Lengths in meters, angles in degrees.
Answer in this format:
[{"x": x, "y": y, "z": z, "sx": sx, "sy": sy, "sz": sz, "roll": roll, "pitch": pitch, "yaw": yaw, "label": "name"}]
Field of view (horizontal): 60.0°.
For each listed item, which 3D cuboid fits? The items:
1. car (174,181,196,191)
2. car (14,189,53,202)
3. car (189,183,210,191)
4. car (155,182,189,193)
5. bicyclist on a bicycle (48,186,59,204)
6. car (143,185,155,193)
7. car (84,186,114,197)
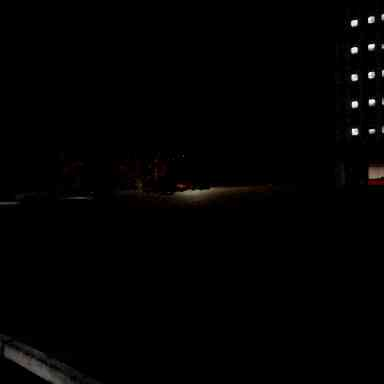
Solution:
[{"x": -1.260, "y": -1.137, "z": 63.717, "sx": 2.097, "sy": 1.767, "sz": 4.553, "roll": 0, "pitch": 2, "yaw": 29, "label": "car"}, {"x": -19.060, "y": 0.351, "z": 40.383, "sx": 1.812, "sy": 1.442, "sz": 4.674, "roll": 0, "pitch": 2, "yaw": 33, "label": "car"}, {"x": 1.616, "y": -0.907, "z": 62.200, "sx": 1.895, "sy": 1.301, "sz": 4.718, "roll": 0, "pitch": 2, "yaw": 29, "label": "car"}, {"x": -3.168, "y": -0.535, "z": 53.707, "sx": 2.033, "sy": 1.411, "sz": 5.357, "roll": 0, "pitch": 2, "yaw": 30, "label": "car"}, {"x": -12.602, "y": 0.298, "z": 30.245, "sx": 1.656, "sy": 1.620, "sz": 0.582, "roll": -1, "pitch": 2, "yaw": 33, "label": "bicyclist on a bicycle"}, {"x": -5.945, "y": -0.522, "z": 55.396, "sx": 2.033, "sy": 1.411, "sz": 5.357, "roll": 0, "pitch": 2, "yaw": 30, "label": "car"}, {"x": -13.677, "y": -0.130, "z": 49.038, "sx": 1.837, "sy": 1.490, "sz": 4.892, "roll": 0, "pitch": 2, "yaw": 31, "label": "car"}]
